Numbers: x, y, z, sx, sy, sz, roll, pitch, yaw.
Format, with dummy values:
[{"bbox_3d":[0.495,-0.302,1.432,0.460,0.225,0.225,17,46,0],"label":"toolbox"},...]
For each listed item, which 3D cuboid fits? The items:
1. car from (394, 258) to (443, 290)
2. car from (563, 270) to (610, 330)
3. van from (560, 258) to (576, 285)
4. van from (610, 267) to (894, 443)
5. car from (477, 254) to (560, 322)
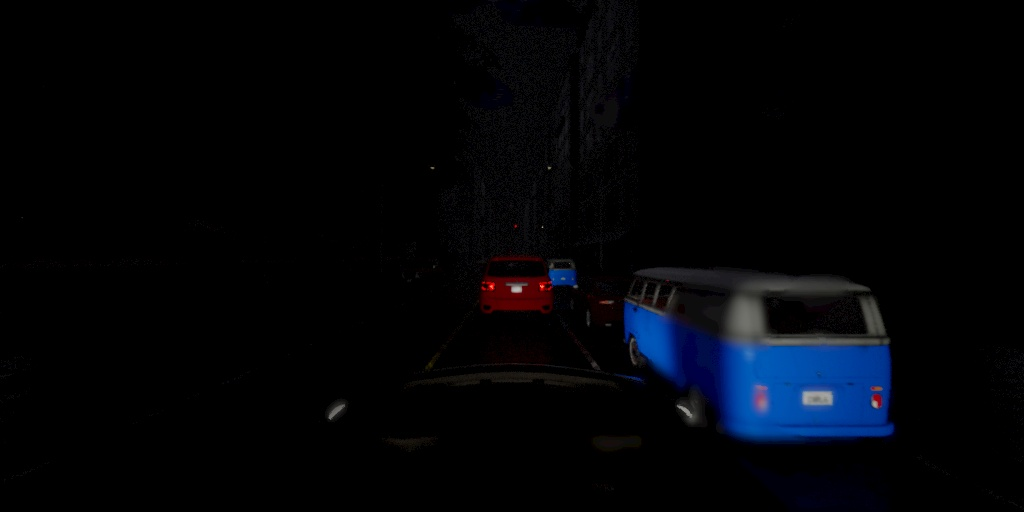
[{"bbox_3d":[-5.618,1.020,22.160,2.192,1.841,5.009,0,0,0],"label":"car"},{"bbox_3d":[2.877,1.277,10.856,1.888,1.381,4.507,0,0,0],"label":"car"},{"bbox_3d":[2.907,1.046,22.177,1.690,1.789,3.998,0,0,0],"label":"van"},{"bbox_3d":[2.862,1.084,5.196,1.690,1.789,3.998,0,0,0],"label":"van"},{"bbox_3d":[0.130,0.954,12.245,2.150,2.045,5.566,0,1,0],"label":"car"}]
